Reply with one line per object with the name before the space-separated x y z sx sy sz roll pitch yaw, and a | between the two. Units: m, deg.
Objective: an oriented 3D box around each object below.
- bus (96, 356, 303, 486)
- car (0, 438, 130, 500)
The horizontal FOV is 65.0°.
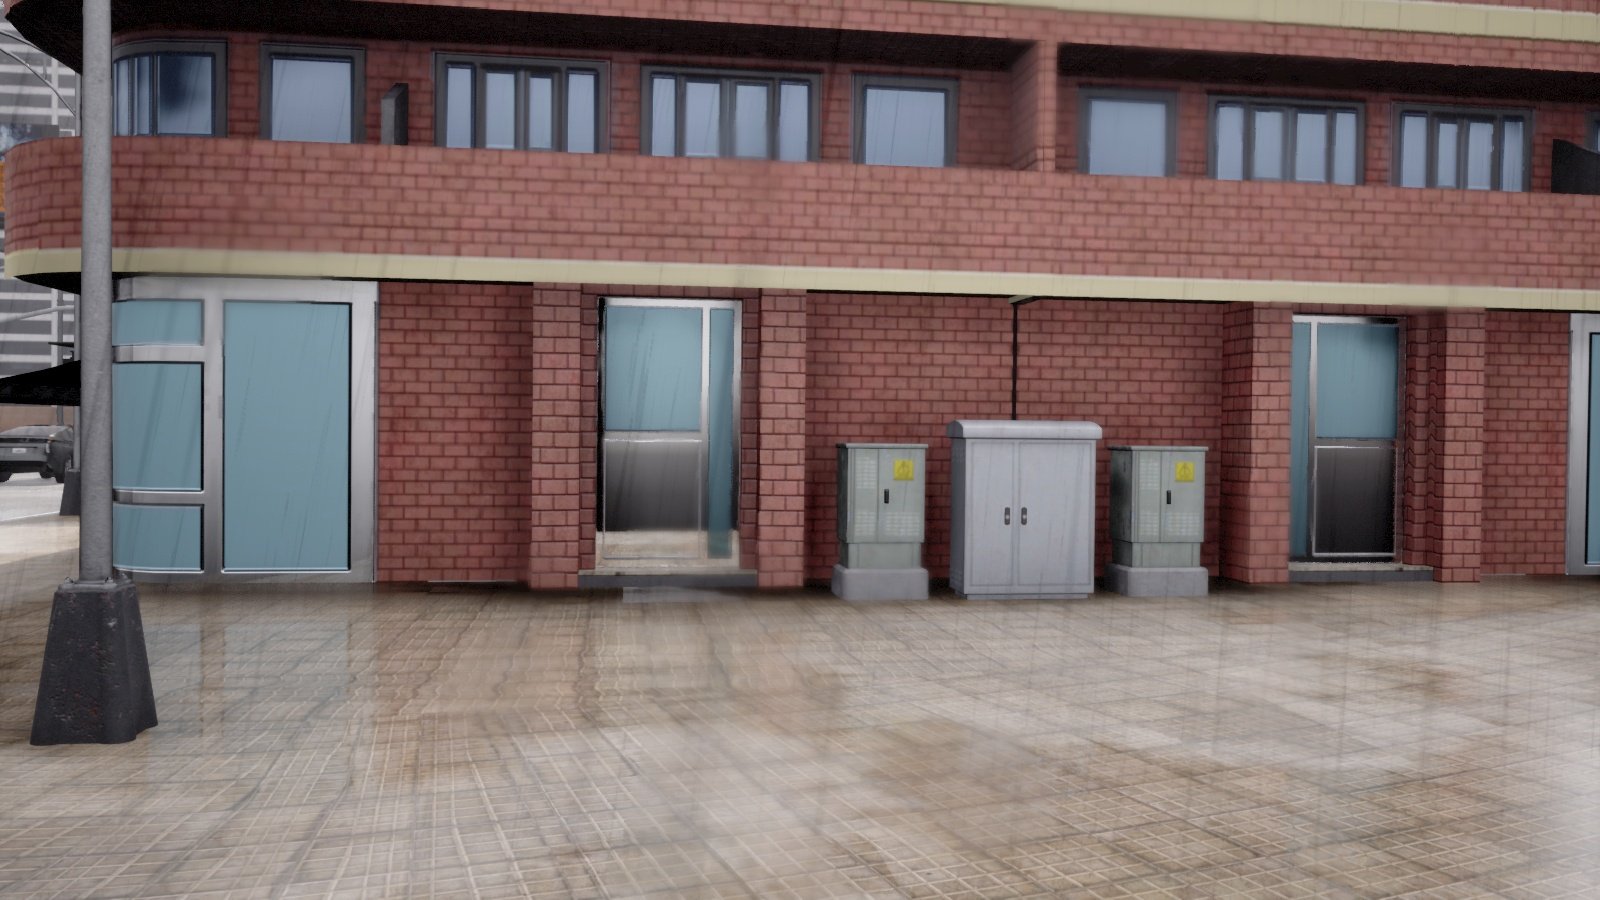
bus | -21.831 -1.045 46.575 3.944 4.253 10.273 -1 1 -8
car | -20.043 0.466 33.897 2.007 1.525 4.514 -1 1 -8
